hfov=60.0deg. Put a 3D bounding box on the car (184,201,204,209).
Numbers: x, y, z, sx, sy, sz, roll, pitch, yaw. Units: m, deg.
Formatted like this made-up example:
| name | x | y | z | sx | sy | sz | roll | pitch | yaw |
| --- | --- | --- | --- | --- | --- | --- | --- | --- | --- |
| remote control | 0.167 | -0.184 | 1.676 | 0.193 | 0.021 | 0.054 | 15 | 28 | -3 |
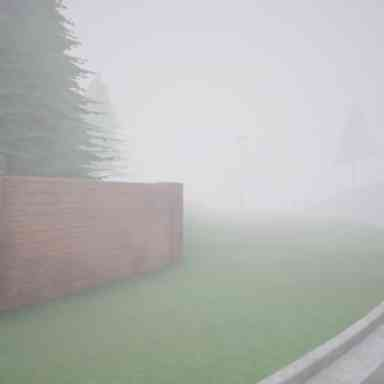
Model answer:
| name | x | y | z | sx | sy | sz | roll | pitch | yaw |
| --- | --- | --- | --- | --- | --- | --- | --- | --- | --- |
| car | -0.850 | 2.061 | 52.967 | 5.357 | 1.411 | 2.033 | 0 | -1 | 14 |
